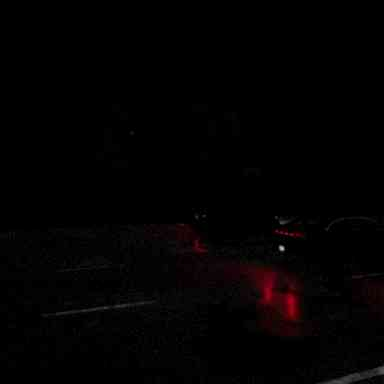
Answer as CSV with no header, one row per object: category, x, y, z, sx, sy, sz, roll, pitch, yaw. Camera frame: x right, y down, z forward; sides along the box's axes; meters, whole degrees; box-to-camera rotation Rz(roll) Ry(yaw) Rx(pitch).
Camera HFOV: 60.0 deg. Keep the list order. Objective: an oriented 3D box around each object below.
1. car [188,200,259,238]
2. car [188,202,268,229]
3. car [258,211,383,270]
car,2.196,1.254,17.067,4.553,1.767,2.097,0,0,-21
car,2.264,1.407,20.852,4.674,1.442,1.812,0,0,-21
car,4.880,1.422,10.601,4.902,1.511,2.128,0,0,-21
